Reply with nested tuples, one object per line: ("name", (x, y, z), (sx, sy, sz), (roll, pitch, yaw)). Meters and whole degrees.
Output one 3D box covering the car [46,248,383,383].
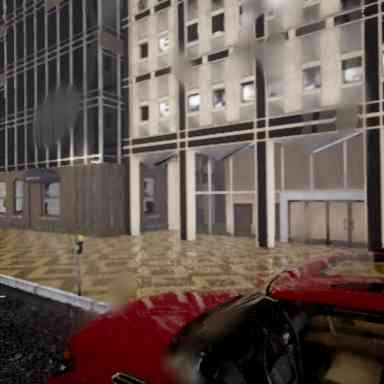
("car", (1.228, 1.316, 2.003), (5.009, 1.841, 2.192), (-1, -1, 36))
